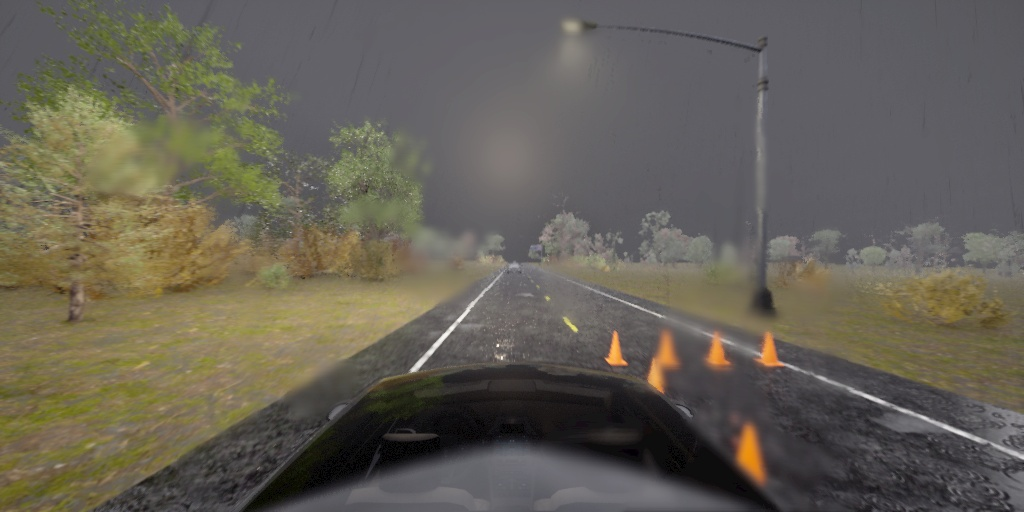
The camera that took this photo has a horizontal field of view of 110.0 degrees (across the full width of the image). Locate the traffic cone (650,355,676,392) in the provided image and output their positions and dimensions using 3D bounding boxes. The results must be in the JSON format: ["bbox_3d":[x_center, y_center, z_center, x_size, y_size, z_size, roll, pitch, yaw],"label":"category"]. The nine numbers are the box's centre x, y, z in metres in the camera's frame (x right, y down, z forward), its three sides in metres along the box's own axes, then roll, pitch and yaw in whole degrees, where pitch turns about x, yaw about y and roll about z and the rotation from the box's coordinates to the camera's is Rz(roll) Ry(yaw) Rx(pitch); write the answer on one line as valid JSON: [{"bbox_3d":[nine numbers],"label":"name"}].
[{"bbox_3d":[2.010,1.752,5.014,0.340,0.580,0.340,0,0,0],"label":"traffic cone"}]

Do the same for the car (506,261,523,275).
[{"bbox_3d":[0.290,1.689,46.178,1.812,1.442,4.674,0,-1,0],"label":"car"}]

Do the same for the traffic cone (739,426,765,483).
[{"bbox_3d":[1.997,1.734,3.014,0.340,0.580,0.340,0,0,0],"label":"traffic cone"}]

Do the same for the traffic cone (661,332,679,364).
[{"bbox_3d":[3.024,1.779,7.007,0.340,0.580,0.340,0,0,0],"label":"traffic cone"}]

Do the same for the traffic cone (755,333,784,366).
[{"bbox_3d":[5.024,1.796,6.993,0.340,0.580,0.340,0,0,0],"label":"traffic cone"}]

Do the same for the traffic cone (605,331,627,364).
[{"bbox_3d":[2.024,1.770,7.014,0.340,0.580,0.340,0,0,0],"label":"traffic cone"}]

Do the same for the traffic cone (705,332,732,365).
[{"bbox_3d":[4.024,1.788,7.000,0.340,0.580,0.340,0,0,0],"label":"traffic cone"}]
